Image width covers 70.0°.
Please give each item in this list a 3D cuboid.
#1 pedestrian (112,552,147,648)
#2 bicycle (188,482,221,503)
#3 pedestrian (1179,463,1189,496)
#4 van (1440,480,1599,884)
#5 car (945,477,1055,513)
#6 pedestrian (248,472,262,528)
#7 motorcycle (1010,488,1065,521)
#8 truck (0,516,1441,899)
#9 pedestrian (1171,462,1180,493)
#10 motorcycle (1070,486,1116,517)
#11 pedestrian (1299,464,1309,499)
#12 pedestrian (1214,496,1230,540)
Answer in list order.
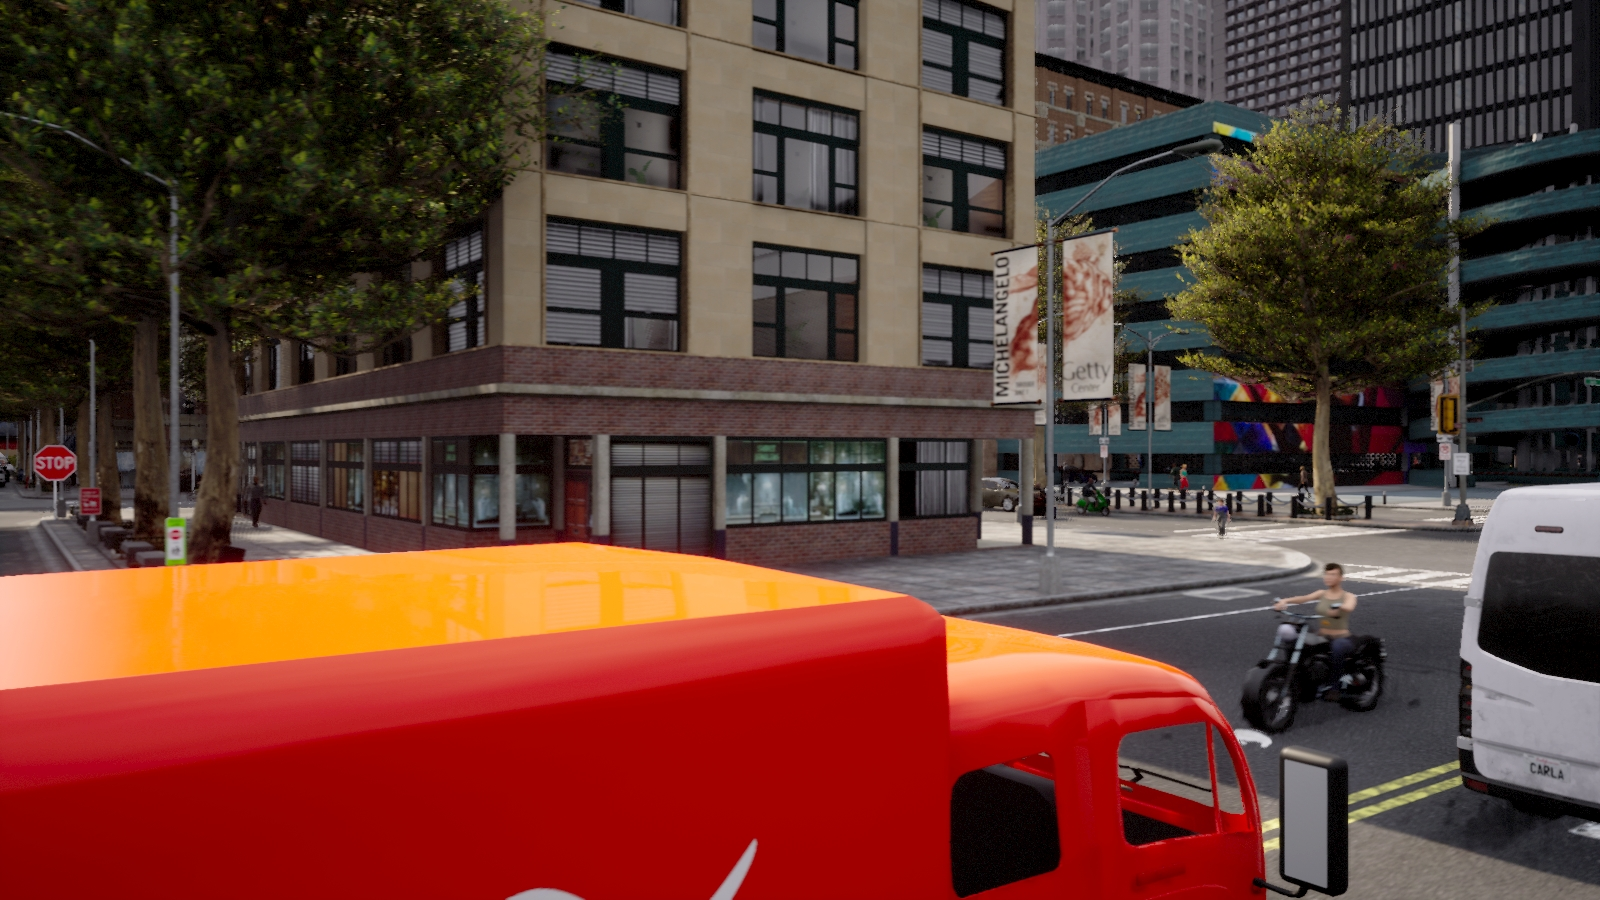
[{"bbox_3d":[-9.572,2.129,16.322,0.375,1.300,0.375,0,0,-40],"label":"pedestrian"},{"bbox_3d":[-31.965,2.257,61.330,1.487,1.080,0.859,0,0,-35],"label":"bicycle"},{"bbox_3d":[22.005,1.700,65.479,0.375,1.860,0.375,0,0,-29],"label":"pedestrian"},{"bbox_3d":[7.618,1.536,9.138,5.915,2.561,1.988,0,0,-35],"label":"van"},{"bbox_3d":[9.253,2.063,53.182,2.231,1.480,4.892,0,0,-35],"label":"car"},{"bbox_3d":[-18.470,1.696,38.735,0.375,1.860,0.375,0,0,-36],"label":"pedestrian"},{"bbox_3d":[9.662,2.207,46.557,0.867,1.251,2.209,0,0,-35],"label":"motorcycle"},{"bbox_3d":[-0.868,1.569,3.180,5.204,2.467,2.627,0,0,-35],"label":"truck"},{"bbox_3d":[23.063,1.699,70.160,0.375,1.860,0.375,0,0,-27],"label":"pedestrian"},{"bbox_3d":[12.463,2.184,48.633,0.856,1.236,1.805,0,0,-35],"label":"motorcycle"},{"bbox_3d":[27.096,1.700,61.439,0.375,1.860,0.375,0,0,-28],"label":"pedestrian"},{"bbox_3d":[12.587,2.017,34.064,0.375,1.300,0.375,0,0,33],"label":"pedestrian"}]
